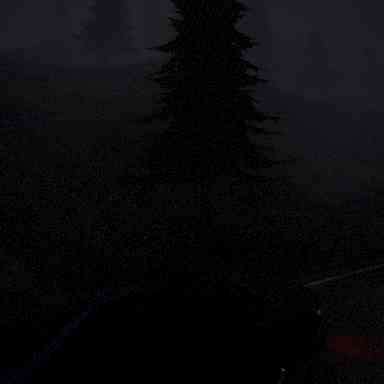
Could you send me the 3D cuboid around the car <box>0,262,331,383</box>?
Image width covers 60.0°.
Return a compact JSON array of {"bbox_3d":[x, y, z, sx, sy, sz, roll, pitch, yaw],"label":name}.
[{"bbox_3d":[-0.773,1.547,3.444,5.357,1.411,2.033,0,0,-36],"label":"car"}]
